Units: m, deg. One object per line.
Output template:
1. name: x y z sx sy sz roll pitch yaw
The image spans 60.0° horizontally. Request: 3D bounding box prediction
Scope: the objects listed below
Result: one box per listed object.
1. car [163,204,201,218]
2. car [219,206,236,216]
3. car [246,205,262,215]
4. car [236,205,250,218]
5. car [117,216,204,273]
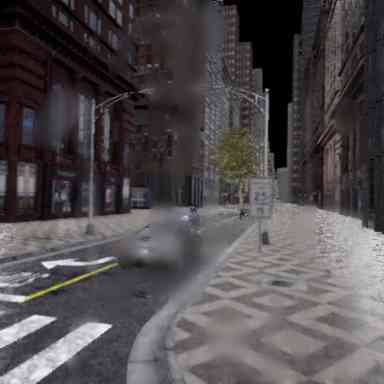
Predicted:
1. car: -0.734 1.810 24.358 2.097 1.767 4.553 1 -1 15
2. car: 5.000 2.579 45.708 1.895 1.301 4.718 1 -1 15
3. car: 9.687 2.742 51.657 2.033 1.411 5.357 1 -1 15
4. car: 7.057 2.445 41.504 1.837 1.490 4.892 1 -1 15
5. car: -0.901 1.780 11.626 1.994 1.385 4.181 1 -1 15
